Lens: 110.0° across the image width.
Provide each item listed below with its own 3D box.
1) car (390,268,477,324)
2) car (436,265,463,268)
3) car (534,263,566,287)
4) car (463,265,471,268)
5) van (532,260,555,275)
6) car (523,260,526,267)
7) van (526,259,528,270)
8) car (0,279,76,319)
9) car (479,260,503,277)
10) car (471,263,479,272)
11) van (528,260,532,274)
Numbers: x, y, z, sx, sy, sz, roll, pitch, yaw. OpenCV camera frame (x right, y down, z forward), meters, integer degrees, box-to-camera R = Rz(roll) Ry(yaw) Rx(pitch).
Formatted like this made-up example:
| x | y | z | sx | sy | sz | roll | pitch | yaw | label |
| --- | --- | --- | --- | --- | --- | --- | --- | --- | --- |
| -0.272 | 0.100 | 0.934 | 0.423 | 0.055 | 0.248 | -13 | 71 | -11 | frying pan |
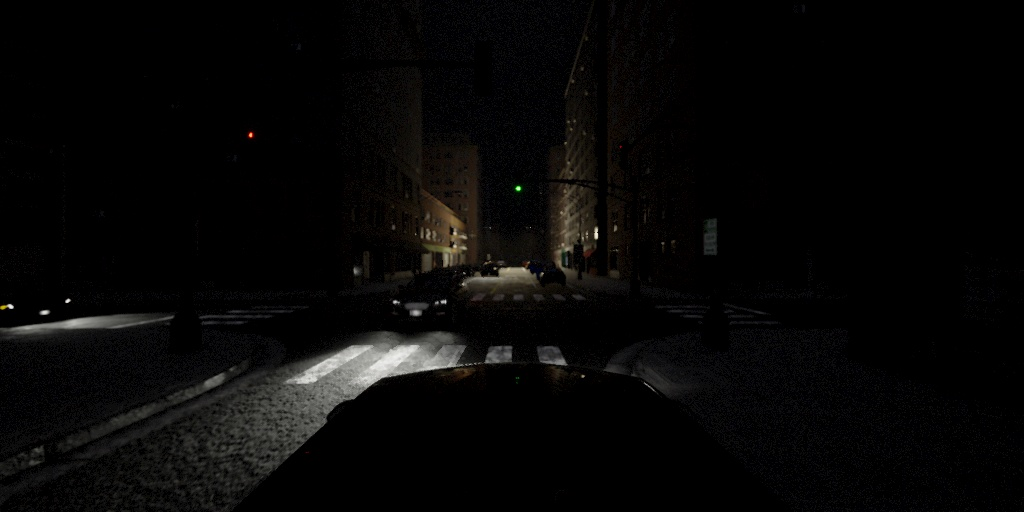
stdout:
| x | y | z | sx | sy | sz | roll | pitch | yaw | label |
| --- | --- | --- | --- | --- | --- | --- | --- | --- | --- |
| -2.633 | 1.329 | 12.363 | 2.128 | 1.511 | 4.902 | 0 | 0 | 1 | car |
| -5.105 | 1.492 | 26.501 | 1.948 | 1.339 | 4.313 | 0 | 0 | 1 | car |
| 2.920 | 1.479 | 26.408 | 2.007 | 1.370 | 4.403 | 0 | 0 | 1 | car |
| -5.039 | 1.549 | 32.183 | 1.802 | 1.307 | 4.207 | 0 | 0 | 1 | car |
| 2.986 | 1.310 | 32.090 | 1.690 | 1.789 | 3.998 | 0 | 0 | 1 | van |
| 3.316 | 1.746 | 60.499 | 1.802 | 1.307 | 4.207 | 0 | 0 | 1 | car |
| 3.184 | 1.428 | 49.136 | 1.690 | 1.789 | 3.998 | 0 | 0 | 1 | van |
| -17.533 | 1.422 | 11.458 | 5.357 | 1.411 | 2.033 | 0 | 0 | 1 | car |
| -2.321 | 1.558 | 39.126 | 1.837 | 1.490 | 4.892 | 0 | 0 | 1 | car |
| -4.973 | 1.572 | 37.865 | 1.948 | 1.339 | 4.313 | 0 | 0 | 1 | car |
| 3.118 | 1.389 | 43.454 | 1.690 | 1.789 | 3.998 | 0 | 0 | 1 | van |
